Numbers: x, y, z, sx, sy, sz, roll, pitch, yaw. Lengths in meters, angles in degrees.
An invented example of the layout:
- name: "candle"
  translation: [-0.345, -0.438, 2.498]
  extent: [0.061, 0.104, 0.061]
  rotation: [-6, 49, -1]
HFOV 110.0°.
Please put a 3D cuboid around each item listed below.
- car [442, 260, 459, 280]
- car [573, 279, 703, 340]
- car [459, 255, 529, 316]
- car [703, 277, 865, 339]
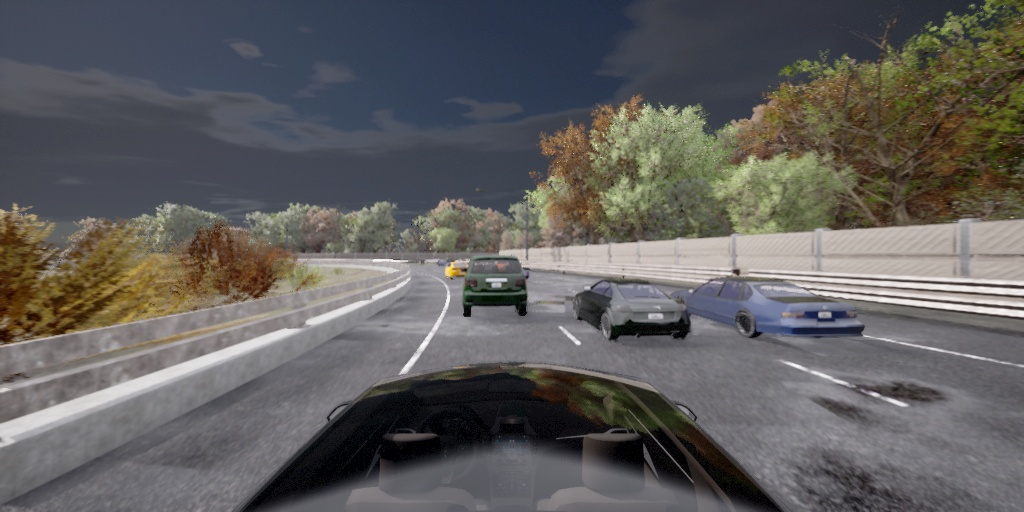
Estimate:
- name: "car"
  translation: [-4.966, 1.296, 32.754]
  extent: [1.882, 1.535, 5.008]
  rotation: [0, 0, -17]
- name: "car"
  translation: [3.054, 1.317, 9.995]
  extent: [1.994, 1.385, 4.181]
  rotation: [0, 0, -4]
- name: "car"
  translation: [-0.763, 0.994, 13.734]
  extent: [2.150, 2.045, 5.566]
  rotation: [0, 0, -6]
- name: "car"
  translation: [6.468, 1.288, 10.042]
  extent: [2.033, 1.411, 5.357]
  rotation: [0, 0, -2]
